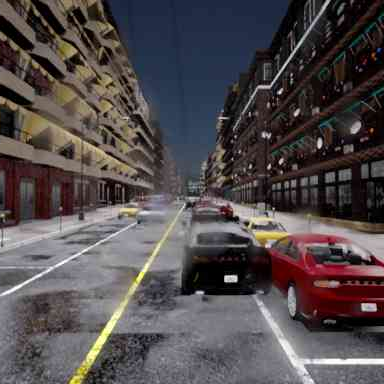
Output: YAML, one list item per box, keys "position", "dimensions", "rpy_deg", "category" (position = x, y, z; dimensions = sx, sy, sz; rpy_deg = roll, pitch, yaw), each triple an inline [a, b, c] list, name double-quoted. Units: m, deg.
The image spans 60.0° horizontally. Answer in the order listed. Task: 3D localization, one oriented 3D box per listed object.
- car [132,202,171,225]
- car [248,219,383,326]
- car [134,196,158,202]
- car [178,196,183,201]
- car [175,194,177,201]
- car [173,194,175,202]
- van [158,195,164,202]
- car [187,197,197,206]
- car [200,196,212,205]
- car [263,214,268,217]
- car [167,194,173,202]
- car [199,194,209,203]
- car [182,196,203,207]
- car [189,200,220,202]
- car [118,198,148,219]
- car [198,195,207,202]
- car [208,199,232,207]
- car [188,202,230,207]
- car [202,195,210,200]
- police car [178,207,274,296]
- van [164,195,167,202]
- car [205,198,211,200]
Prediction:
- position: [-2.834, 1.630, 24.415]
  dimensions: [1.895, 1.301, 4.718]
  rpy_deg: [0, 0, 0]
  category: "car"
- position: [2.589, 1.550, 7.081]
  dimensions: [1.887, 1.381, 4.507]
  rpy_deg: [1, 0, 0]
  category: "car"
- position: [-5.267, 1.365, 34.803]
  dimensions: [2.192, 1.841, 5.009]
  rpy_deg: [2, 0, 0]
  category: "car"
- position: [-2.690, 1.860, 90.920]
  dimensions: [1.895, 1.301, 4.718]
  rpy_deg: [0, 0, 0]
  category: "car"
- position: [-5.245, 1.766, 79.046]
  dimensions: [1.947, 1.339, 4.313]
  rpy_deg: [1, 0, 0]
  category: "car"
- position: [-5.246, 1.469, 67.984]
  dimensions: [2.192, 1.841, 5.009]
  rpy_deg: [1, 0, 0]
  category: "car"
- position: [-5.261, 1.418, 45.862]
  dimensions: [1.690, 1.788, 3.998]
  rpy_deg: [2, 0, 0]
  category: "van"
- position: [0.039, 1.648, 59.471]
  dimensions: [1.812, 1.442, 4.674]
  rpy_deg: [0, 0, 0]
  category: "car"
- position: [2.635, 1.573, 62.389]
  dimensions: [1.967, 1.590, 4.097]
  rpy_deg: [1, 0, 0]
  category: "car"
- position: [2.593, 1.536, 12.783]
  dimensions: [1.752, 1.417, 4.829]
  rpy_deg: [1, 0, 0]
  category: "car"
- position: [-5.250, 1.448, 62.454]
  dimensions: [2.192, 1.841, 5.009]
  rpy_deg: [1, 0, 0]
  category: "car"
- position: [2.603, 1.491, 73.451]
  dimensions: [2.192, 1.841, 5.009]
  rpy_deg: [1, 0, 0]
  category: "car"
- position: [0.037, 1.623, 45.279]
  dimensions: [2.033, 1.411, 5.357]
  rpy_deg: [0, 0, 0]
  category: "car"
- position: [0.841, 1.556, 24.754]
  dimensions: [1.812, 1.442, 4.674]
  rpy_deg: [0, 0, 0]
  category: "car"
- position: [-5.276, 1.564, 29.101]
  dimensions: [1.752, 1.417, 4.829]
  rpy_deg: [2, 0, 0]
  category: "car"
- position: [2.607, 1.667, 84.513]
  dimensions: [1.967, 1.590, 4.097]
  rpy_deg: [1, 0, 0]
  category: "car"
- position: [2.603, 1.584, 29.203]
  dimensions: [1.887, 1.381, 4.507]
  rpy_deg: [1, 0, 0]
  category: "car"
- position: [0.837, 1.525, 18.753]
  dimensions: [1.837, 1.490, 4.892]
  rpy_deg: [0, 0, 0]
  category: "car"
- position: [2.618, 1.639, 51.326]
  dimensions: [1.887, 1.381, 4.507]
  rpy_deg: [1, 0, 0]
  category: "car"
- position: [0.677, 1.432, 8.840]
  dimensions: [1.930, 1.638, 5.238]
  rpy_deg: [0, 0, -1]
  category: "police car"
- position: [-5.258, 1.436, 51.394]
  dimensions: [1.690, 1.788, 3.998]
  rpy_deg: [1, 0, 0]
  category: "van"
- position: [2.607, 1.601, 34.734]
  dimensions: [2.008, 1.369, 4.403]
  rpy_deg: [1, 0, 0]
  category: "car"
